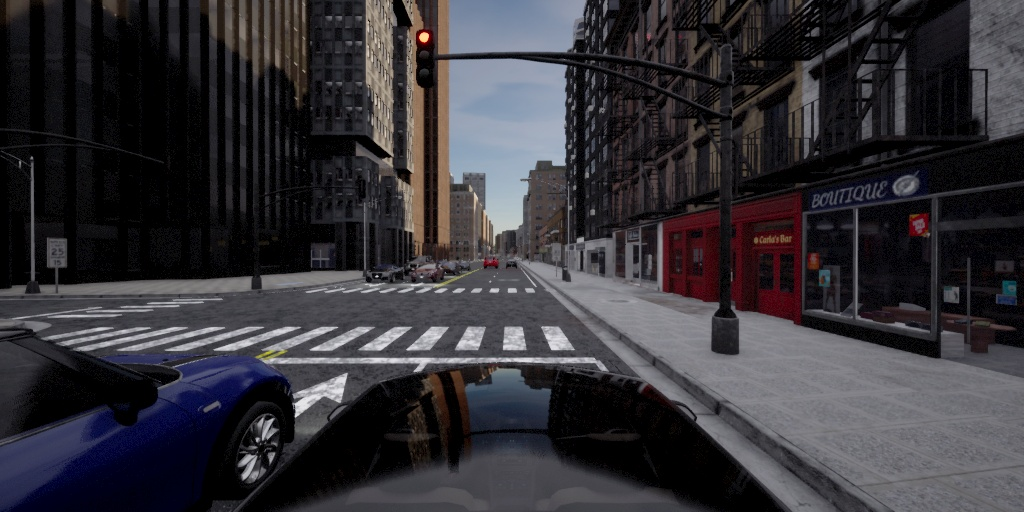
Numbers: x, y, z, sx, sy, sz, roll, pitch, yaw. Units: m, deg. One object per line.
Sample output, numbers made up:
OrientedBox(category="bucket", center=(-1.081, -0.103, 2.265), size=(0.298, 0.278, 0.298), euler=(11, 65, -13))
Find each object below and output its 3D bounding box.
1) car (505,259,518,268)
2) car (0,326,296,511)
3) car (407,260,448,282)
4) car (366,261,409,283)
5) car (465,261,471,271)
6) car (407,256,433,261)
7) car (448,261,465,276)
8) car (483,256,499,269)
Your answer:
OrientedBox(category="car", center=(-0.065, 1.272, 60.406), size=(1.837, 1.490, 4.892), euler=(0, 0, 0))
OrientedBox(category="car", center=(-3.145, 1.102, 1.620), size=(2.097, 1.767, 4.553), euler=(0, 0, 0))
OrientedBox(category="car", center=(-6.667, 1.281, 28.767), size=(1.812, 1.442, 4.674), euler=(0, 0, 0))
OrientedBox(category="car", center=(-9.907, 1.319, 28.359), size=(1.994, 1.385, 4.181), euler=(0, 0, 1))
OrientedBox(category="car", center=(-6.712, 1.327, 48.913), size=(1.994, 1.385, 4.181), euler=(0, 0, 1))
OrientedBox(category="car", center=(-9.941, 0.981, 38.814), size=(2.150, 2.045, 5.566), euler=(0, 0, 0))
OrientedBox(category="car", center=(-6.695, 1.307, 38.454), size=(2.033, 1.411, 5.357), euler=(0, 0, 0))
OrientedBox(category="car", center=(-3.407, 0.987, 58.079), size=(2.150, 2.045, 5.566), euler=(0, 0, 0))
